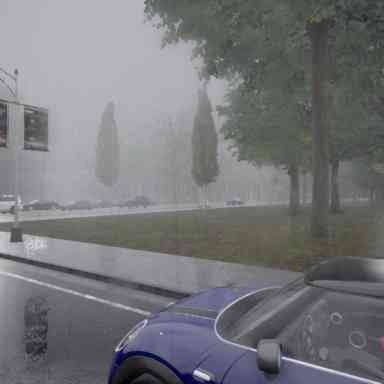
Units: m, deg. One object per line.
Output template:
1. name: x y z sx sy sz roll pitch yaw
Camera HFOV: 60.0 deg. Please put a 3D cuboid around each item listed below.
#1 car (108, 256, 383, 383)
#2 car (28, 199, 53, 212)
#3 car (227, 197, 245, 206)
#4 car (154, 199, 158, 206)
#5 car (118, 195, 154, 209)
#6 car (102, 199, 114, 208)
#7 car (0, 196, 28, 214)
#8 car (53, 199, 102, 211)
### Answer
1. car: 1.416 1.352 2.679 4.553 1.767 2.097 0 0 36
2. car: -19.759 1.695 43.073 1.882 1.535 5.008 0 0 35
3. car: 8.809 1.818 66.574 2.097 1.767 4.553 0 -1 35
4. car: -8.131 1.836 59.636 2.128 1.511 4.902 0 0 36
5. car: -9.113 1.514 52.615 2.150 2.045 5.566 0 0 36
6. car: -14.077 1.837 51.192 1.994 1.385 4.181 0 0 35
7. car: -21.065 1.399 35.546 2.150 2.045 5.566 0 0 34
8. car: -15.102 1.778 44.062 2.033 1.411 5.357 0 0 35
